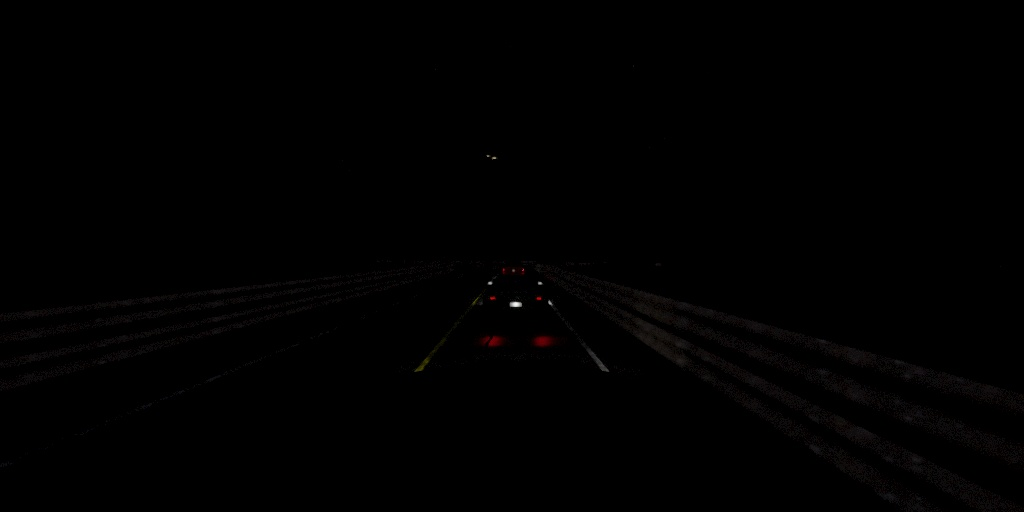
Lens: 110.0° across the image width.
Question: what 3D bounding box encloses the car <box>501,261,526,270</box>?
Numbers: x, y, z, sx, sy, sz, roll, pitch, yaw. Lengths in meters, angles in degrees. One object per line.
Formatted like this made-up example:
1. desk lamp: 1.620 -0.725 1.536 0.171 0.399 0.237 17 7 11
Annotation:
1. car: 0.130 1.195 31.033 2.097 1.767 4.553 1 0 0

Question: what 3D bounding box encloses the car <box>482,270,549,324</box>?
1. car: 0.107 1.327 11.982 1.994 1.385 4.181 0 0 0
